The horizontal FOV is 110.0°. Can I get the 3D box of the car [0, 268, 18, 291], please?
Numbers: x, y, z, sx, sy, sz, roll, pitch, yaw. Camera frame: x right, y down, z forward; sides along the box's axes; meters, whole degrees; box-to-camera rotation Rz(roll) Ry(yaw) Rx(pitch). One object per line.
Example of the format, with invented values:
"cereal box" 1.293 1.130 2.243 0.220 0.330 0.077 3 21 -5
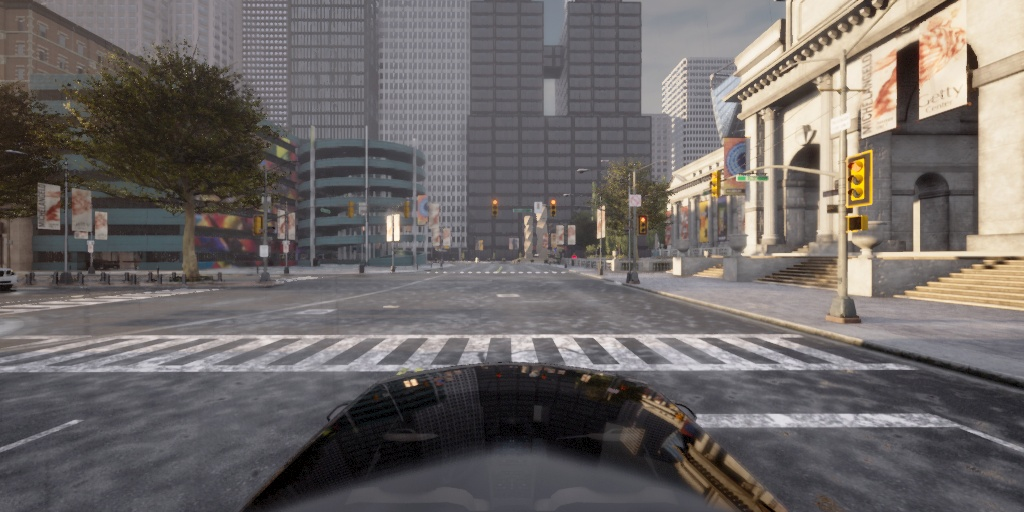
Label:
"car" -31.152 0.971 19.773 5.566 2.045 2.150 0 0 0
